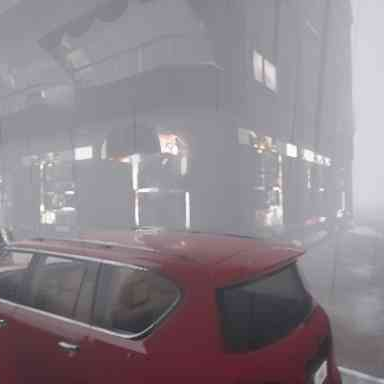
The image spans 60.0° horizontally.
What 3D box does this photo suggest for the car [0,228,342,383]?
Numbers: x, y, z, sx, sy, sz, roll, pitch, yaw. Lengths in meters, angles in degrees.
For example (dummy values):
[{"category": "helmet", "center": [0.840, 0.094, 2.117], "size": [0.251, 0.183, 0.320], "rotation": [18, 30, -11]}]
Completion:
[{"category": "car", "center": [-1.071, 1.334, 3.648], "size": [5.009, 1.841, 2.192], "rotation": [0, -1, 35]}]
